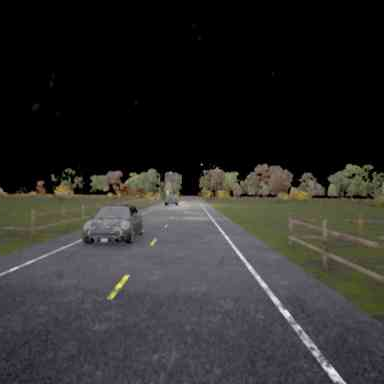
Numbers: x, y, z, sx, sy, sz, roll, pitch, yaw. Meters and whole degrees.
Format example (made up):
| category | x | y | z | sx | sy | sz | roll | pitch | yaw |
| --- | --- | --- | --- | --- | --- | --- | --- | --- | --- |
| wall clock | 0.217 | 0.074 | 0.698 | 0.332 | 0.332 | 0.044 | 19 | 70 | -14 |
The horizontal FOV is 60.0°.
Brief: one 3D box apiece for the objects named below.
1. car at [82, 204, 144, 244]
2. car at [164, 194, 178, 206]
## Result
| category | x | y | z | sx | sy | sz | roll | pitch | yaw |
| --- | --- | --- | --- | --- | --- | --- | --- | --- | --- |
| car | -3.602 | 1.395 | 15.913 | 2.097 | 1.767 | 4.553 | 0 | 0 | 0 |
| car | -3.554 | 1.380 | 58.079 | 2.150 | 2.045 | 5.566 | 0 | 0 | 1 |
